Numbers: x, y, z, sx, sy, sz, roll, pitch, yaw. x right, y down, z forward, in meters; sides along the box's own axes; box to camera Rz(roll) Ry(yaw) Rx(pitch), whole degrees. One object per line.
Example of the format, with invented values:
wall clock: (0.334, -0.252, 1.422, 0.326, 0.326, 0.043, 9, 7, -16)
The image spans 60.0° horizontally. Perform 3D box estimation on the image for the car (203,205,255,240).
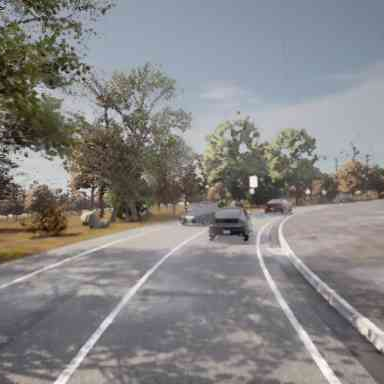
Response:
car: (2.075, 1.518, 17.077, 1.837, 1.490, 4.892, -2, 0, 13)

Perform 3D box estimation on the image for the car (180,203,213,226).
car: (0.691, 1.607, 24.444, 2.128, 1.511, 4.902, -2, -1, 21)

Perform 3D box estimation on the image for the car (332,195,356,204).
car: (25.861, 1.226, 56.591, 4.892, 1.490, 1.837, -2, -4, -33)

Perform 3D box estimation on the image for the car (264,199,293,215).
car: (8.879, 1.441, 33.932, 1.882, 1.535, 5.008, -4, -1, 30)
